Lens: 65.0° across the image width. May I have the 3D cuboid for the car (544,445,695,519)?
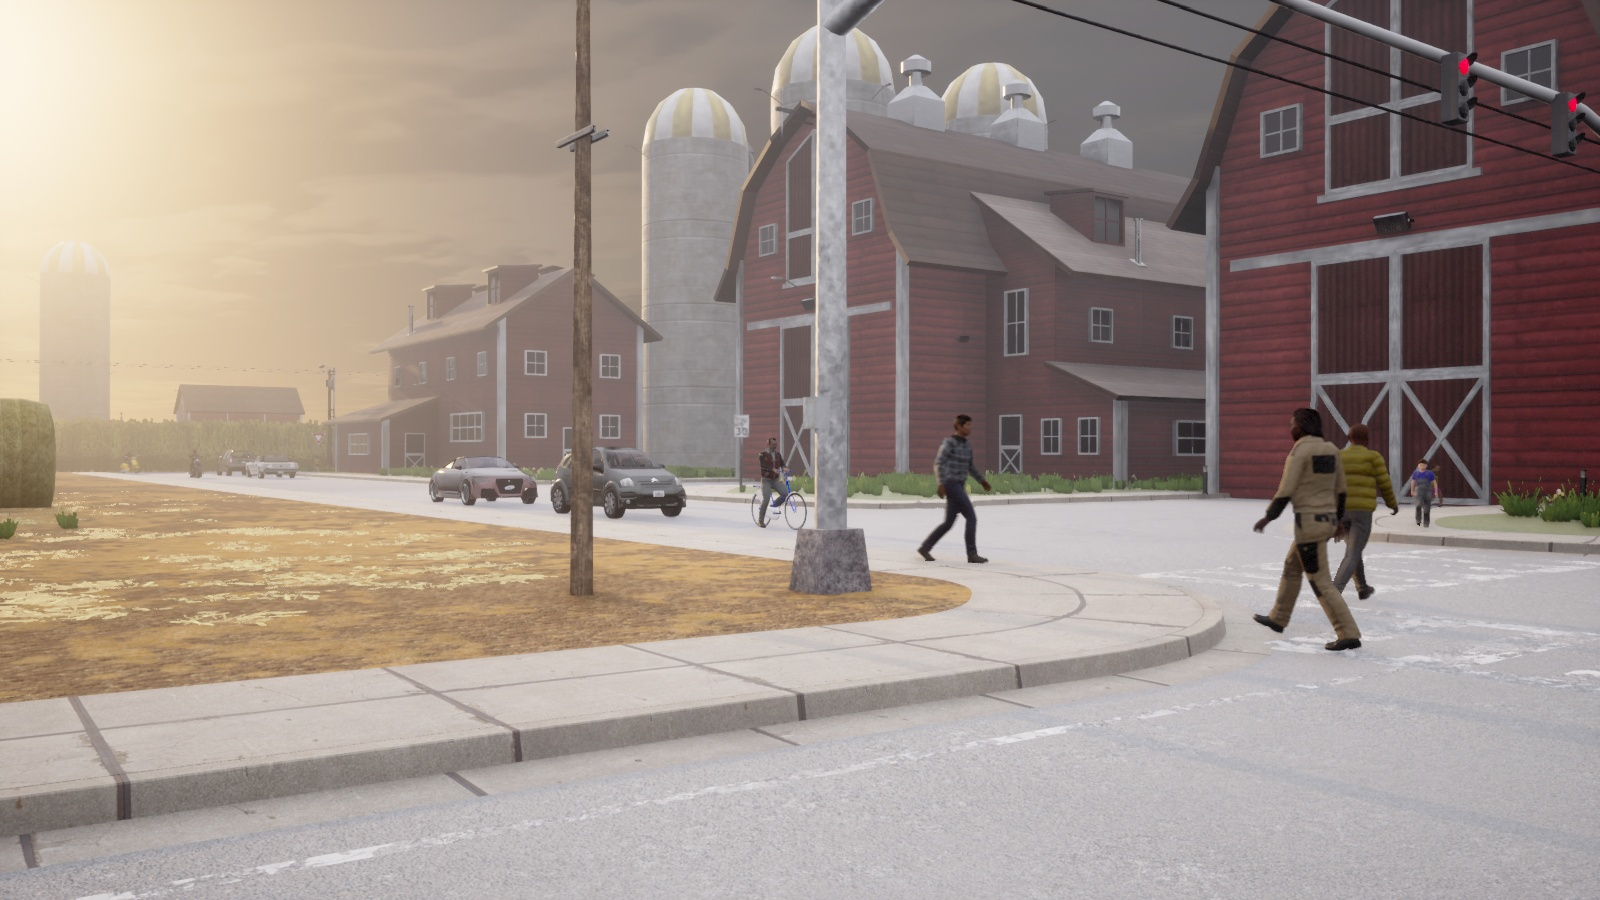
[{"bbox_3d":[-4.279,0.697,29.392,1.851,1.617,3.988,0,0,-36],"label":"car"}]

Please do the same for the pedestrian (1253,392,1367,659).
[{"bbox_3d":[3.837,0.549,9.478,0.396,1.930,0.692,0,0,-31],"label":"pedestrian"}]

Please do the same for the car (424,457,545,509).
[{"bbox_3d":[-9.124,0.890,36.096,1.994,1.385,4.181,0,0,-36],"label":"car"}]

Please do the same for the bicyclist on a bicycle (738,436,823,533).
[{"bbox_3d":[-0.399,0.641,24.027,0.659,1.776,1.843,-1,0,-36],"label":"bicyclist on a bicycle"}]

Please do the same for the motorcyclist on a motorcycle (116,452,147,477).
[{"bbox_3d":[-43.762,0.972,82.197,1.817,1.590,0.866,-1,2,26],"label":"motorcyclist on a motorcycle"}]

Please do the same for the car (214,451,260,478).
[{"bbox_3d":[-34.760,0.880,77.491,1.851,1.617,3.988,0,0,-36],"label":"car"}]

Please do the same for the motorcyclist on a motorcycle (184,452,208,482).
[{"bbox_3d":[-33.682,0.911,70.030,0.766,1.649,2.350,0,0,-36],"label":"motorcyclist on a motorcycle"}]

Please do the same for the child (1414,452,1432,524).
[{"bbox_3d":[11.070,0.667,22.321,0.270,1.263,0.437,0,0,28],"label":"child"}]

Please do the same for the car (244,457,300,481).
[{"bbox_3d":[-29.672,1.054,70.457,1.895,1.301,4.718,0,0,-36],"label":"car"}]

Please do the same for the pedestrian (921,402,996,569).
[{"bbox_3d":[1.887,0.413,14.967,0.788,1.949,0.423,0,0,29],"label":"pedestrian"}]

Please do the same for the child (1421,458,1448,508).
[{"bbox_3d":[14.865,0.777,29.435,0.299,1.160,0.473,0,0,-38],"label":"child"}]

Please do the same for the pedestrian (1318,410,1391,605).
[{"bbox_3d":[5.380,0.538,12.178,0.726,1.835,0.370,0,0,-42],"label":"pedestrian"}]
